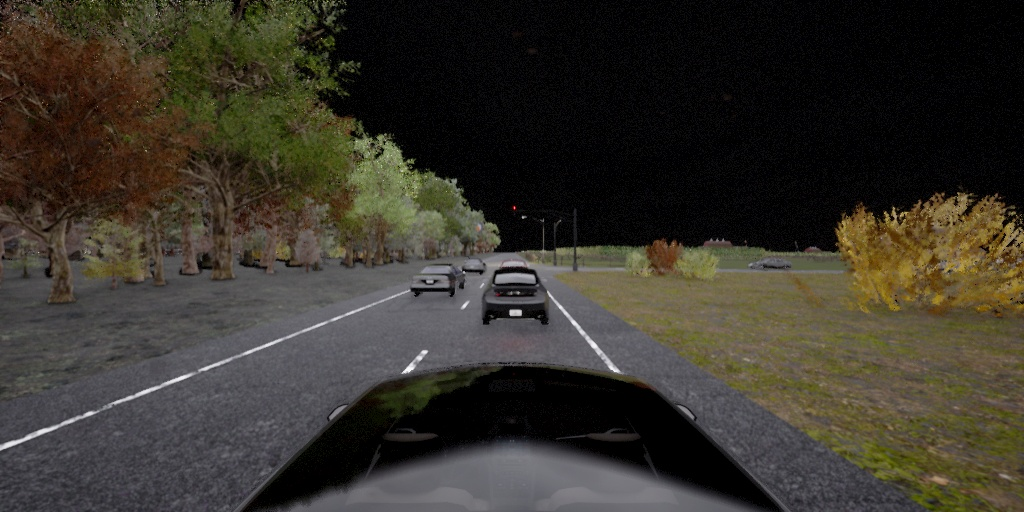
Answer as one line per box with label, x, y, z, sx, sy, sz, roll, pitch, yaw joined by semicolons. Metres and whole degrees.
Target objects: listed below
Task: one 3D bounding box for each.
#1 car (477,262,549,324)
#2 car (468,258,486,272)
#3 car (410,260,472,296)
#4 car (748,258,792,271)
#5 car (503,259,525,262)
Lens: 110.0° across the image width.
car;0.096;1.122;11.363;1.837;1.490;4.892;0;1;0
car;-3.409;0.882;32.623;1.994;1.385;4.181;0;1;0
car;-3.404;1.079;17.344;2.033;1.411;5.357;0;1;0
car;32.263;1.039;44.928;4.902;1.511;2.128;1;0;0
car;0.098;0.941;22.262;1.882;1.535;5.008;0;1;0
